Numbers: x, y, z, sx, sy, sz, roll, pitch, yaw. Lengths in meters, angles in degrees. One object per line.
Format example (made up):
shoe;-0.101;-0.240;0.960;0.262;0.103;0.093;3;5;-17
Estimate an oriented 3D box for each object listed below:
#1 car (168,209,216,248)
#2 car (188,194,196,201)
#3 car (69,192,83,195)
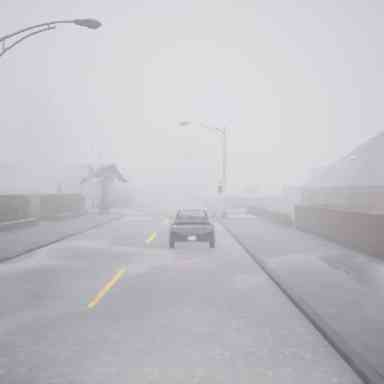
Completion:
car;0.000;1.493;14.650;2.128;1.511;4.902;0;0;0
car;0.000;1.350;83.542;1.882;1.535;5.008;0;0;0
car;-19.758;0.983;55.039;1.905;1.878;3.866;0;0;35
